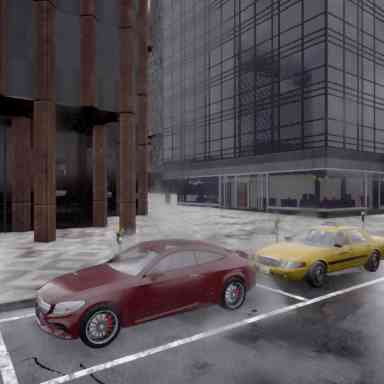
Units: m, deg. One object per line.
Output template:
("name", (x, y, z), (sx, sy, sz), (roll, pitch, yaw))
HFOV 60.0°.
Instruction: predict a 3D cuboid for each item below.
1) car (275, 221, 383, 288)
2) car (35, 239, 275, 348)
("car", (3.681, 1.525, 9.259), (4.829, 1.417, 1.752), (0, 0, -35))
("car", (-0.613, 1.582, 6.206), (4.206, 1.307, 1.802), (0, 0, -35))
